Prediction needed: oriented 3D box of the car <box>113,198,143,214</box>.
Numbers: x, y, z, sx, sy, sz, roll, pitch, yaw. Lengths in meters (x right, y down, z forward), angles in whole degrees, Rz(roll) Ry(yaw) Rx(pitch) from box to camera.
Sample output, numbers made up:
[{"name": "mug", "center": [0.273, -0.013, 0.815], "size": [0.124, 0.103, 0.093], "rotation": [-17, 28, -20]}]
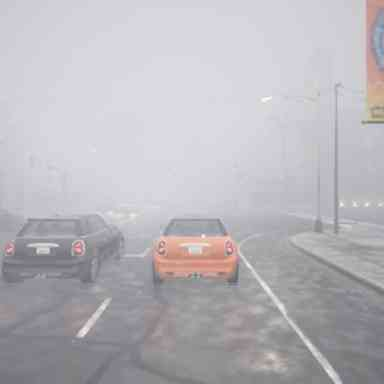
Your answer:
[{"name": "car", "center": [-7.044, 1.588, 37.225], "size": [1.812, 1.442, 4.674], "rotation": [0, 0, 1]}]

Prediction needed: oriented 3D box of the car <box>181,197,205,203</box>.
[{"name": "car", "center": [0.593, 1.654, 62.748], "size": [2.033, 1.411, 5.357], "rotation": [0, 0, 26]}]

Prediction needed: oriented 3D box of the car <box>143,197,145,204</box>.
[{"name": "car", "center": [-7.981, 1.608, 60.234], "size": [1.837, 1.490, 4.892], "rotation": [0, 0, 18]}]

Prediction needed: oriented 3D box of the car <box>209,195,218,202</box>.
[{"name": "car", "center": [6.338, 1.494, 81.637], "size": [4.553, 1.767, 2.097], "rotation": [0, 0, -40]}]

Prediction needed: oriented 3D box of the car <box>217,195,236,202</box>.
[{"name": "car", "center": [8.943, 1.659, 79.252], "size": [4.674, 1.442, 1.812], "rotation": [0, 0, -40]}]

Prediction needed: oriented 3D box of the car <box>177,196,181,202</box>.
[{"name": "car", "center": [-0.561, 1.715, 68.299], "size": [1.895, 1.301, 4.718], "rotation": [0, 0, 30]}]

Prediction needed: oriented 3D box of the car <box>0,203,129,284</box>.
[{"name": "car", "center": [-3.411, 1.369, 9.760], "size": [2.097, 1.767, 4.553], "rotation": [0, 0, 0]}]

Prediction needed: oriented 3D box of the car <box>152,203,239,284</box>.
[{"name": "car", "center": [0.089, 1.369, 9.804], "size": [2.097, 1.767, 4.553], "rotation": [0, 0, 0]}]

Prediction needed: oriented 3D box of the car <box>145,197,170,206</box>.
[{"name": "car", "center": [-5.683, 1.658, 55.412], "size": [1.994, 1.385, 4.181], "rotation": [0, 0, 15]}]

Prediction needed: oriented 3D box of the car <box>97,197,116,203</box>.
[{"name": "car", "center": [-10.459, 1.422, 41.438], "size": [2.097, 1.767, 4.553], "rotation": [0, 0, 2]}]

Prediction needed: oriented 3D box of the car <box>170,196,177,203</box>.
[{"name": "car", "center": [-3.434, 1.644, 70.302], "size": [2.128, 1.511, 4.902], "rotation": [0, 0, 30]}]
